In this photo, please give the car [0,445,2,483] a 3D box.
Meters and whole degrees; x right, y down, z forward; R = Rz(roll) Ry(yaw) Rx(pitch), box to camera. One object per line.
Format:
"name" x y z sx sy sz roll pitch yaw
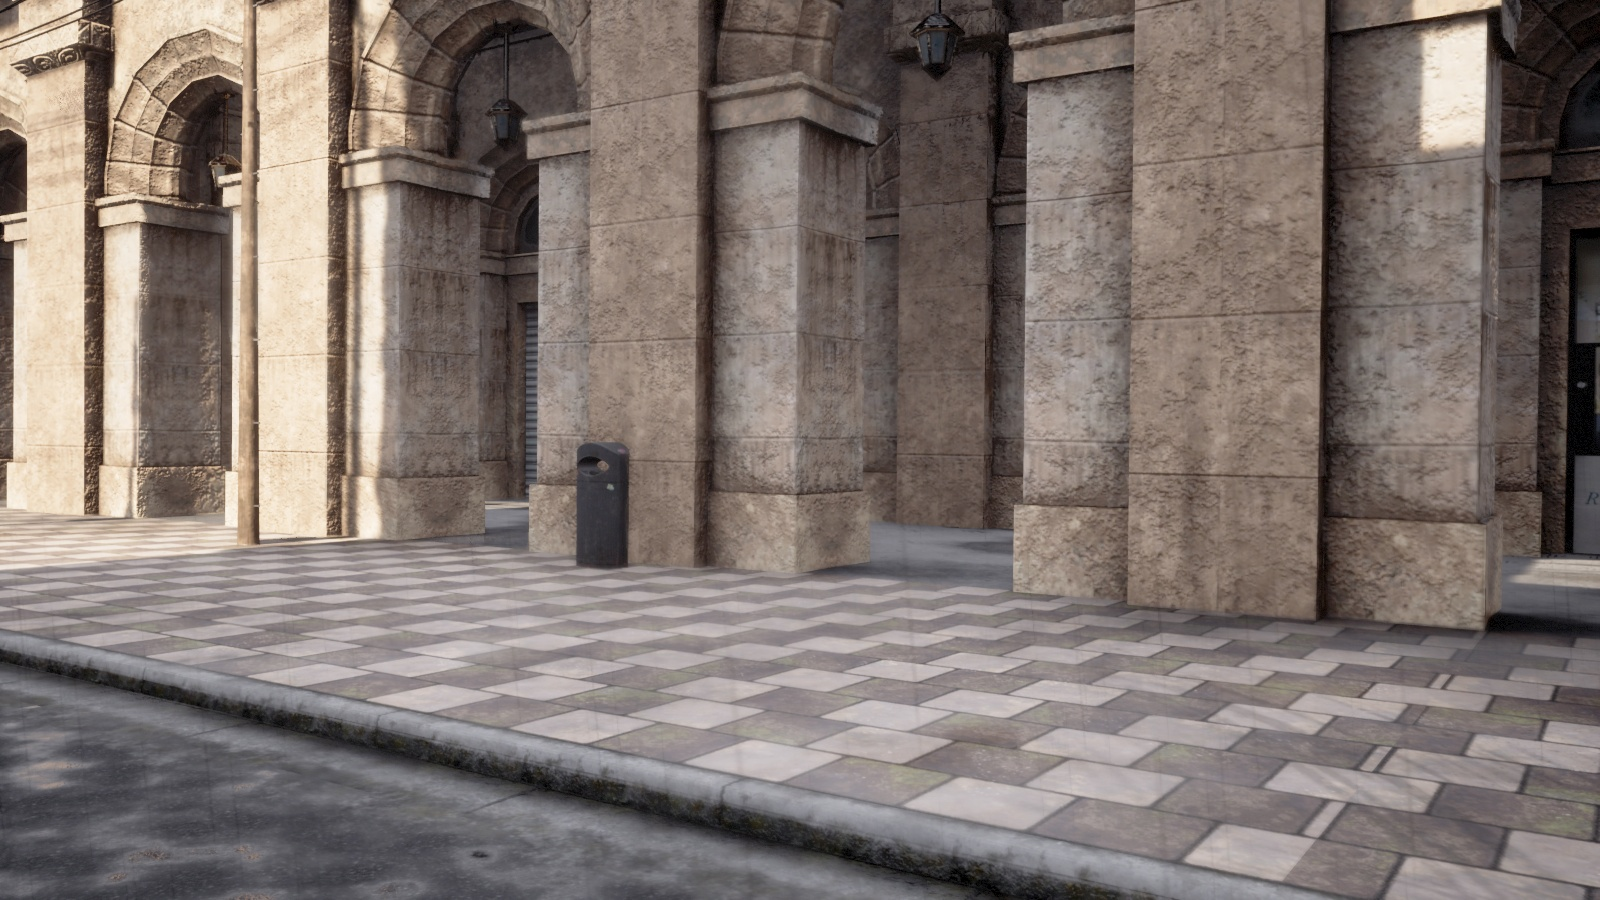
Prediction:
"car" -30.009 0.524 42.477 1.895 1.301 4.718 0 1 34
